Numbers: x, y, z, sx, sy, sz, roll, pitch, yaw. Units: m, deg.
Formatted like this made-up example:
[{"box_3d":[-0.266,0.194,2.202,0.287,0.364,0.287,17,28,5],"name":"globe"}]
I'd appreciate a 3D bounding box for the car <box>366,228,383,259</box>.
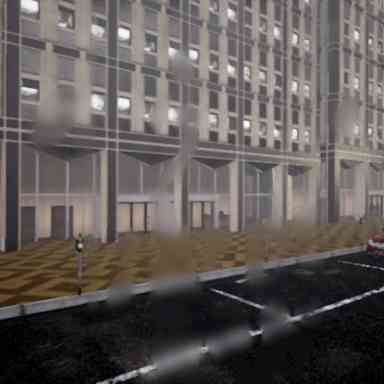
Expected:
[{"box_3d":[7.835,1.657,11.695,4.206,1.307,1.802,0,0,-36],"name":"car"}]
